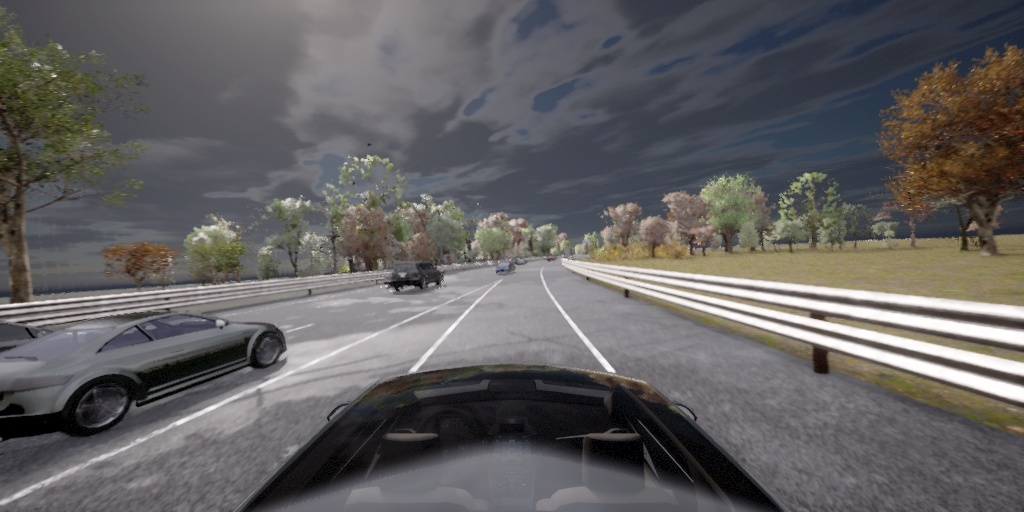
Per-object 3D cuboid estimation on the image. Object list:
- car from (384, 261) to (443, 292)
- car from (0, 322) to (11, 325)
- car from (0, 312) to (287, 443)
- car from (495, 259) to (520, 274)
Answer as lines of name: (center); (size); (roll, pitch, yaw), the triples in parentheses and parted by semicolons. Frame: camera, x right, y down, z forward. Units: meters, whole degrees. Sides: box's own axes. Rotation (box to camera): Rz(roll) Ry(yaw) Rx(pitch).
car: (-6.995, 1.431, 26.817); (2.150, 2.045, 5.566); (-4, 0, 8)
car: (-9.591, 1.805, 5.937); (1.837, 1.490, 4.892); (-4, 0, 6)
car: (-6.050, 1.637, 6.101); (1.994, 1.385, 4.181); (-4, 0, 6)
car: (-0.763, 1.424, 44.448); (2.033, 1.411, 5.357); (-4, 0, 9)
